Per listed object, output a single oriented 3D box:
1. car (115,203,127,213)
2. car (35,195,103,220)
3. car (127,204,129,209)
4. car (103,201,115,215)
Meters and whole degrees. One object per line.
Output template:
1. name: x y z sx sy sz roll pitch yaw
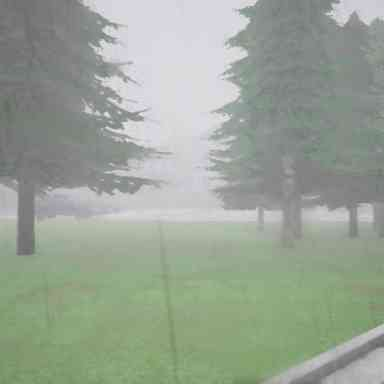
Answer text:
1. car: -9.754 1.527 35.063 4.892 1.490 1.837 -1 0 3
2. car: -10.821 1.240 28.110 5.566 2.045 2.150 0 0 3
3. car: -9.798 1.623 38.570 4.718 1.301 1.895 0 0 3
4. car: -9.905 1.582 31.567 4.181 1.385 1.994 0 0 3
